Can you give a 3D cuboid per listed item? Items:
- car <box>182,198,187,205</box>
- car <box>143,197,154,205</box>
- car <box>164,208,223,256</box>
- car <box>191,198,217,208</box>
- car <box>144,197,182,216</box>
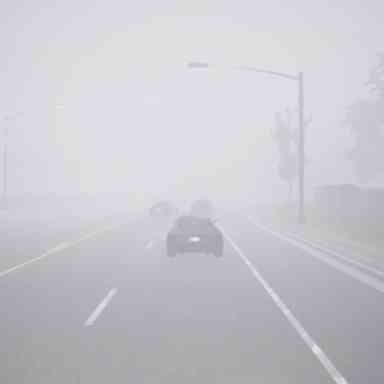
[{"bbox_3d":[-2.701,1.431,51.105,1.895,1.301,4.718,-1,0,30],"label":"car"},{"bbox_3d":[-5.918,1.425,52.418,1.994,1.385,4.181,-1,0,30],"label":"car"},{"bbox_3d":[0.099,1.523,12.997,1.994,1.385,4.181,0,0,0],"label":"car"},{"bbox_3d":[1.198,1.341,31.429,1.882,1.535,5.008,-1,0,11],"label":"car"},{"bbox_3d":[-2.512,1.450,30.352,1.994,1.385,4.181,0,0,10],"label":"car"}]
